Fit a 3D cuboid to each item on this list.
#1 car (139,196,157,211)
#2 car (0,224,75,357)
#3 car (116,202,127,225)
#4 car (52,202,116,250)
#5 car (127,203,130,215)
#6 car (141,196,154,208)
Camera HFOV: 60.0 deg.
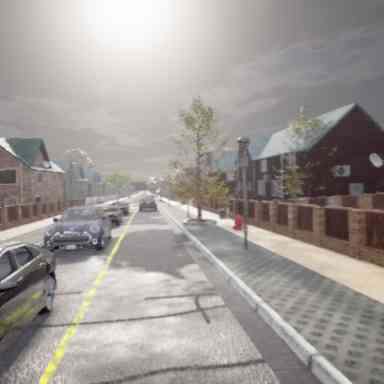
[{"bbox_3d":[-5.386,1.319,40.554,2.097,1.767,4.553,-2,0,-8],"label":"car"},{"bbox_3d":[-3.396,1.562,4.833,2.128,1.511,4.902,-2,0,-8],"label":"car"},{"bbox_3d":[-6.050,1.658,24.021,1.895,1.301,4.718,-2,0,-8],"label":"car"},{"bbox_3d":[-4.713,1.416,14.307,2.097,1.767,4.553,-2,0,-8],"label":"car"},{"bbox_3d":[-7.372,1.651,33.824,1.895,1.301,4.718,-2,0,-7],"label":"car"},{"bbox_3d":[-6.781,1.469,50.605,1.837,1.490,4.892,-2,0,-8],"label":"car"}]
